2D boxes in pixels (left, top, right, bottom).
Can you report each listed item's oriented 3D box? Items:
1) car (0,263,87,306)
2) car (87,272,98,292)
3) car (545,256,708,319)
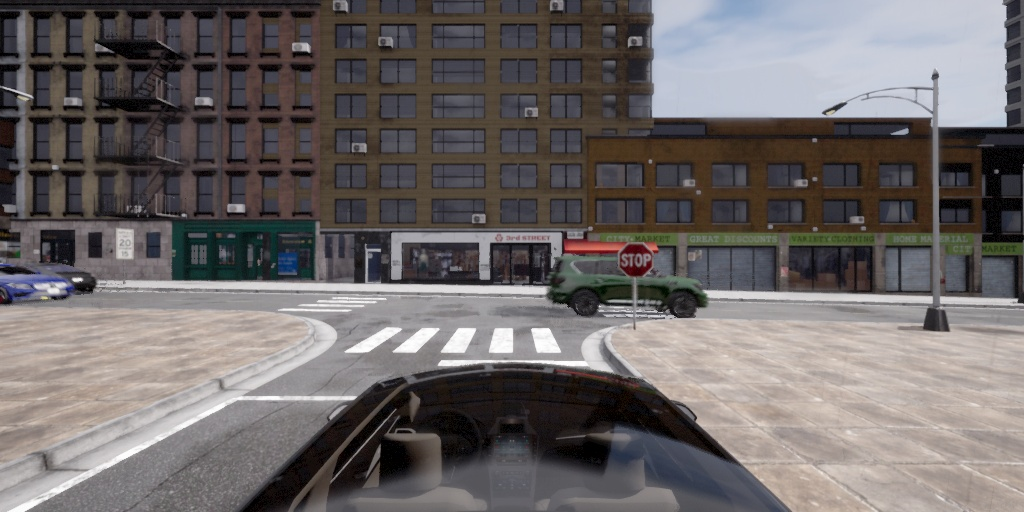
[{"bbox_3d":[-18.983,0.981,13.035,4.674,1.442,1.812,1,0,0],"label":"car"},{"bbox_3d":[-21.376,0.994,15.992,4.181,1.385,1.994,1,0,0],"label":"car"},{"bbox_3d":[3.995,1.064,13.031,5.566,2.045,2.150,1,0,0],"label":"car"}]
